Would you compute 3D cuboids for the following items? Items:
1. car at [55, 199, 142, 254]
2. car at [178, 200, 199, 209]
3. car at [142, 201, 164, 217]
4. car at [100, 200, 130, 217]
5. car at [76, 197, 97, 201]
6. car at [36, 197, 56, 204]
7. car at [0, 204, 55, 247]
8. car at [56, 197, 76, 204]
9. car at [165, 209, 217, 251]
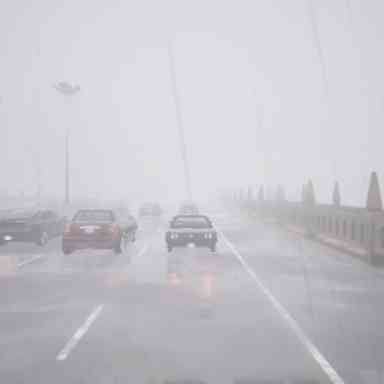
[{"bbox_3d":[-3.548,1.357,13.588,2.097,1.767,4.553,0,0,-1],"label":"car"},{"bbox_3d":[-0.292,1.531,31.966,1.812,1.442,4.674,0,0,-1],"label":"car"},{"bbox_3d":[-3.772,1.572,31.519,1.994,1.385,4.181,0,0,-1],"label":"car"},{"bbox_3d":[-7.293,1.536,31.961,1.812,1.442,4.674,0,0,-1],"label":"car"},{"bbox_3d":[-14.665,1.522,47.969,1.837,1.490,4.892,0,0,0],"label":"car"},{"bbox_3d":[-21.673,1.515,50.006,2.128,1.511,4.902,0,0,0],"label":"car"},{"bbox_3d":[-7.065,1.512,15.189,1.837,1.490,4.892,0,0,-1],"label":"car"},{"bbox_3d":[-18.176,1.546,50.001,1.812,1.442,4.674,0,0,0],"label":"car"},{"bbox_3d":[-0.049,1.603,14.053,1.895,1.301,4.718,0,0,-1],"label":"car"}]
